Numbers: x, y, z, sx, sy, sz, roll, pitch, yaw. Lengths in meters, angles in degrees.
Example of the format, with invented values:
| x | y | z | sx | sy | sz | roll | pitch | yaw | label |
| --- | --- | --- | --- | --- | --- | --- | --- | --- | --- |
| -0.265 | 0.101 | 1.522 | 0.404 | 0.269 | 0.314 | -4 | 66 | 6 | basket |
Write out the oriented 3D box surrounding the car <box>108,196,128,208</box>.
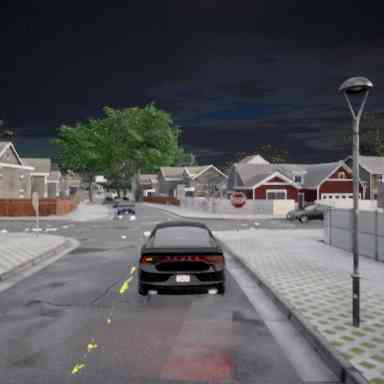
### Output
| x | y | z | sx | sy | sz | roll | pitch | yaw | label |
| --- | --- | --- | --- | --- | --- | --- | --- | --- | --- |
| -10.738 | 1.722 | 49.062 | 2.033 | 1.411 | 5.357 | 0 | 0 | -18 | car |

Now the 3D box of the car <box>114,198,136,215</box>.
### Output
| x | y | z | sx | sy | sz | roll | pitch | yaw | label |
| --- | --- | --- | --- | --- | --- | --- | --- | --- | --- |
| -7.048 | 1.672 | 35.489 | 2.033 | 1.411 | 5.357 | 0 | 0 | -13 | car |

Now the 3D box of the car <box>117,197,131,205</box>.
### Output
| x | y | z | sx | sy | sz | roll | pitch | yaw | label |
| --- | --- | --- | --- | --- | --- | --- | --- | --- | --- |
| -13.312 | 1.714 | 64.884 | 1.837 | 1.490 | 4.892 | 0 | 0 | -21 | car |

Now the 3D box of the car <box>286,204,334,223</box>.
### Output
| x | y | z | sx | sy | sz | roll | pitch | yaw | label |
| --- | --- | --- | --- | --- | --- | --- | --- | --- | --- |
| 9.943 | 1.715 | 26.859 | 4.674 | 1.442 | 1.812 | 1 | 1 | -15 | car |

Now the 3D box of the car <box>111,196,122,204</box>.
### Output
| x | y | z | sx | sy | sz | roll | pitch | yaw | label |
| --- | --- | --- | --- | --- | --- | --- | --- | --- | --- |
| -16.887 | 1.725 | 74.344 | 1.882 | 1.535 | 5.008 | 0 | 0 | -19 | car |

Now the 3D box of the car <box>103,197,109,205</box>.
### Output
| x | y | z | sx | sy | sz | roll | pitch | yaw | label |
| --- | --- | --- | --- | --- | --- | --- | --- | --- | --- |
| -16.053 | 1.735 | 64.047 | 1.837 | 1.490 | 4.892 | 0 | 0 | -21 | car |

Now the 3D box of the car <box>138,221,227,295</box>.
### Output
| x | y | z | sx | sy | sz | roll | pitch | yaw | label |
| --- | --- | --- | --- | --- | --- | --- | --- | --- | --- |
| -0.288 | 1.503 | 8.830 | 1.882 | 1.535 | 5.008 | 0 | 0 | -3 | car |
